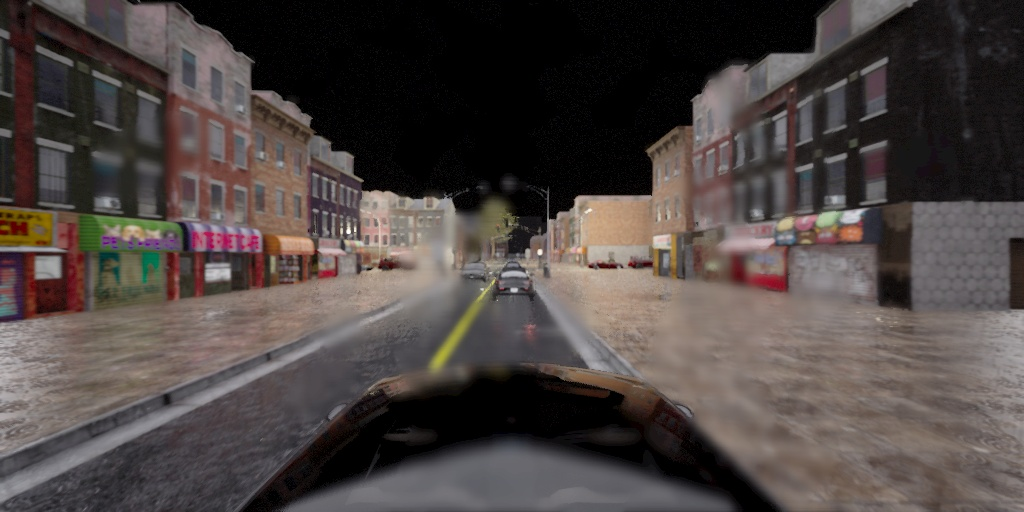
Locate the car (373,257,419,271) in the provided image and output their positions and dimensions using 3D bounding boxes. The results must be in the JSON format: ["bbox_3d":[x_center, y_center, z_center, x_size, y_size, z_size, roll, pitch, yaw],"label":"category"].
[{"bbox_3d":[-14.490,1.071,45.726,5.009,1.841,2.192,0,0,0],"label":"car"}]

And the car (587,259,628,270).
[{"bbox_3d":[11.918,1.110,45.792,4.507,1.381,1.888,0,0,0],"label":"car"}]

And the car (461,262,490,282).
[{"bbox_3d":[-2.769,1.242,27.794,1.837,1.490,4.892,0,0,0],"label":"car"}]

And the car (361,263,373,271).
[{"bbox_3d":[-19.916,1.364,45.713,4.313,1.339,1.948,0,0,0],"label":"car"}]

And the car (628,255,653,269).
[{"bbox_3d":[17.352,0.842,45.805,5.009,1.841,2.192,0,0,0],"label":"car"}]

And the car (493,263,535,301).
[{"bbox_3d":[0.091,1.234,17.043,1.812,1.442,4.674,0,0,0],"label":"car"}]
